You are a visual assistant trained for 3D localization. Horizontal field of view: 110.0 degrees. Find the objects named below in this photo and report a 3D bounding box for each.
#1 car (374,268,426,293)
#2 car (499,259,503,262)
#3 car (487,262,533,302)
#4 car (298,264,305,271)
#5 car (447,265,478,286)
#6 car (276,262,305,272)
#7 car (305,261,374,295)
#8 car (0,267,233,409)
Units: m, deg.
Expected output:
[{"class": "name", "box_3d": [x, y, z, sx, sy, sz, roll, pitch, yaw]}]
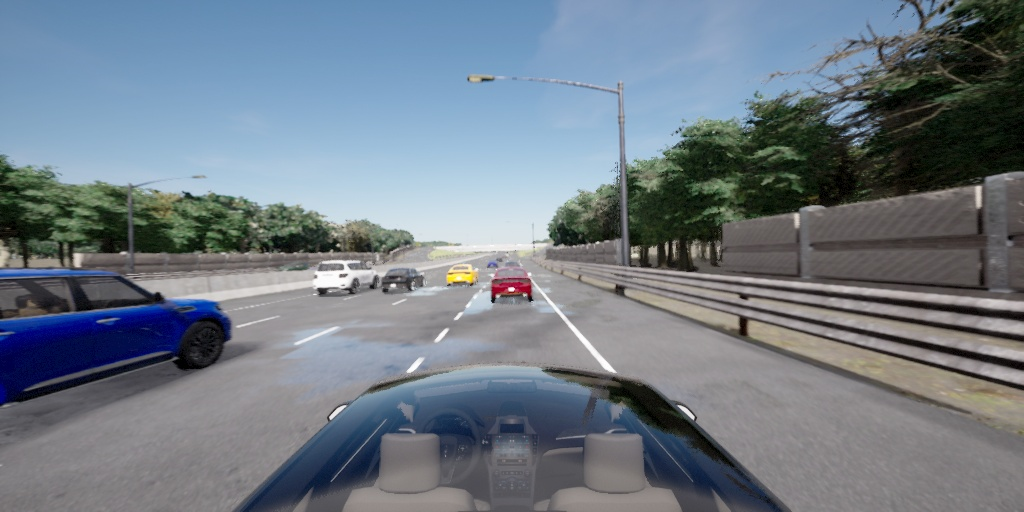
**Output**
[{"class": "car", "box_3d": [-7.043, 1.508, 23.591, 1.837, 1.490, 4.892, -2, 0, 0]}, {"class": "car", "box_3d": [-0.050, 1.327, 36.056, 1.837, 1.490, 4.892, -2, 0, 0]}, {"class": "car", "box_3d": [-0.034, 1.264, 17.651, 1.882, 1.535, 5.008, -2, 0, 0]}, {"class": "car", "box_3d": [-28.134, 2.222, 52.065, 2.033, 1.411, 5.357, -2, 0, 1]}, {"class": "car", "box_3d": [-3.651, 1.389, 27.119, 1.882, 1.535, 5.008, -2, 0, 0]}, {"class": "car", "box_3d": [-31.640, 1.999, 52.003, 2.150, 2.045, 5.566, -2, 0, 1]}, {"class": "car", "box_3d": [-10.550, 1.326, 23.208, 2.150, 2.045, 5.566, -2, 0, 0]}, {"class": "car", "box_3d": [-6.989, 1.184, 5.186, 2.150, 2.045, 5.566, -2, 0, 0]}]
